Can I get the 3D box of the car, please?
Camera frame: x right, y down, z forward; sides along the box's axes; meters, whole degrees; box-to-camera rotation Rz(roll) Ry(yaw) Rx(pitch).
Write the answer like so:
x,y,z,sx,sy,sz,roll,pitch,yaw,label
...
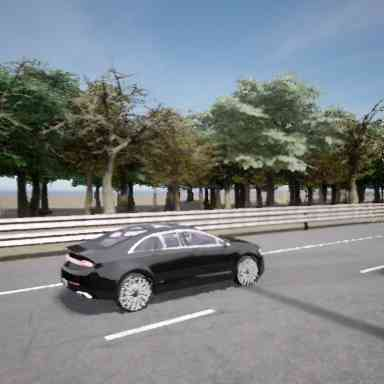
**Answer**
x,y,z,sx,sy,sz,roll,pitch,yaw,label
-0.418,1.479,7.676,4.902,1.511,2.128,0,0,-35,car
